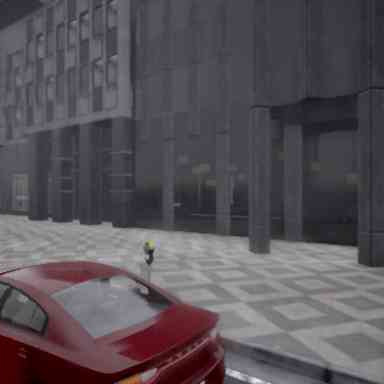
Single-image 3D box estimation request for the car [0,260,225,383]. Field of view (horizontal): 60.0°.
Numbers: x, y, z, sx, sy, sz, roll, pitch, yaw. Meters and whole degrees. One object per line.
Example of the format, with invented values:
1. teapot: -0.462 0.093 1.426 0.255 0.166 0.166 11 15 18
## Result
1. car: -1.770 1.549 4.106 4.507 1.381 1.887 0 0 35
